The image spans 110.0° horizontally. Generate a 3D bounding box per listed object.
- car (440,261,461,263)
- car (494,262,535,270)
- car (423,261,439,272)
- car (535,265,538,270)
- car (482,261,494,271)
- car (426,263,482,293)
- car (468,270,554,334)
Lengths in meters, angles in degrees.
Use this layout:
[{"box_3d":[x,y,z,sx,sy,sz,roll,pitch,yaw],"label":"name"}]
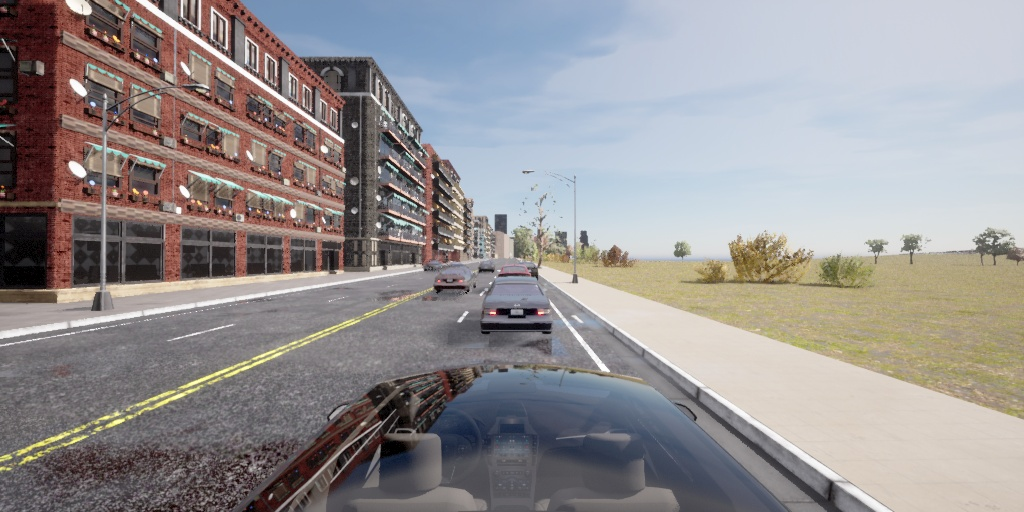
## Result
[{"box_3d":[-6.526,1.318,41.090,1.994,1.385,4.181,0,0,0],"label":"car"},{"box_3d":[0.139,1.231,21.085,1.882,1.535,5.008,0,0,0],"label":"car"},{"box_3d":[-9.766,1.317,45.115,1.994,1.385,4.181,0,0,0],"label":"car"},{"box_3d":[1.192,1.232,30.522,1.882,1.535,5.008,0,0,0],"label":"car"},{"box_3d":[-3.065,1.315,44.583,1.994,1.385,4.181,0,0,0],"label":"car"},{"box_3d":[-3.116,1.300,20.530,2.033,1.411,5.357,0,0,0],"label":"car"},{"box_3d":[0.115,1.299,10.545,2.033,1.411,5.357,0,0,0],"label":"car"}]
